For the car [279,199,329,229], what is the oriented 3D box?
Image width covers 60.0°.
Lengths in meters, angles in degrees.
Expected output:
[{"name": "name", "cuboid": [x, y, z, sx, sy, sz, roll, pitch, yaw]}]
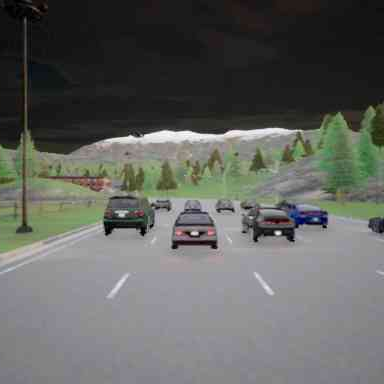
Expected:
[{"name": "car", "cuboid": [7.096, 1.455, 21.573, 1.882, 1.535, 5.008, 0, 0, 0]}]

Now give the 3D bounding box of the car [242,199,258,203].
[{"name": "car", "cuboid": [7.087, 1.520, 40.747, 1.994, 1.385, 4.181, 0, 0, 0]}]

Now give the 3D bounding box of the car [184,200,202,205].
[{"name": "car", "cuboid": [0.094, 1.509, 34.960, 2.033, 1.411, 5.357, 0, 0, 0]}]

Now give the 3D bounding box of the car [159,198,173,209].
[{"name": "car", "cuboid": [-3.409, 1.448, 39.663, 2.128, 1.511, 4.902, 0, 0, 0]}]

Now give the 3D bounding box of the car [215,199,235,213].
[{"name": "car", "cuboid": [3.594, 1.508, 36.778, 2.033, 1.411, 5.357, 0, 0, 0]}]

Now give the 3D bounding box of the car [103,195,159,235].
[{"name": "car", "cuboid": [-3.403, 1.203, 18.798, 2.150, 2.045, 5.566, 0, 0, 0]}]

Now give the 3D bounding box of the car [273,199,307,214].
[{"name": "car", "cuboid": [10.594, 1.509, 36.402, 2.033, 1.411, 5.357, 0, 0, 0]}]

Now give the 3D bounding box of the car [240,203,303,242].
[{"name": "car", "cuboid": [3.598, 1.486, 16.328, 1.837, 1.490, 4.892, 0, 0, 0]}]

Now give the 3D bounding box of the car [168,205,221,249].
[{"name": "car", "cuboid": [0.097, 1.532, 14.474, 2.033, 1.411, 5.357, 0, 0, 0]}]

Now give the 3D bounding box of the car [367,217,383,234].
[{"name": "car", "cuboid": [10.597, 1.530, 15.899, 2.033, 1.411, 5.357, 0, 0, 0]}]
